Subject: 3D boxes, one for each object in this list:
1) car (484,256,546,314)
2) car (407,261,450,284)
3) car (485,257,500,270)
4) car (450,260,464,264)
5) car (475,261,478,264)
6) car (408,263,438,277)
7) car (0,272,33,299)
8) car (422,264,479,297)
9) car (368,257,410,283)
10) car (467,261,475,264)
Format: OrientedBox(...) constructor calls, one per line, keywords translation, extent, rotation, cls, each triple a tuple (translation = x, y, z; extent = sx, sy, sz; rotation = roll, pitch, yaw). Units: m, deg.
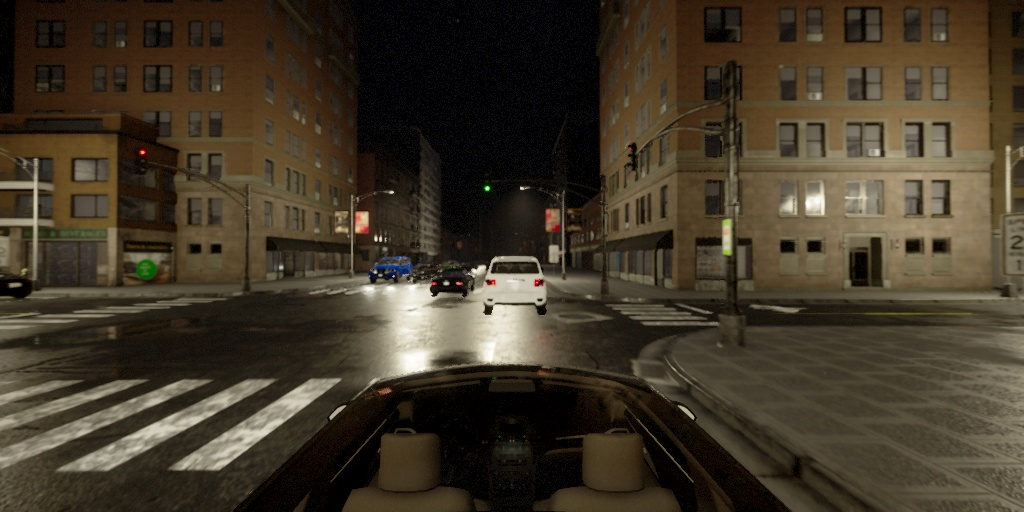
OrientedBox(translation=(0.104, 1.032, 14.209), extent=(2.150, 2.045, 5.566), rotation=(0, 0, 0), cls="car")
OrientedBox(translation=(-6.580, 1.380, 28.823), extent=(1.837, 1.490, 4.892), rotation=(0, 0, 0), cls="car")
OrientedBox(translation=(-3.217, 1.232, 59.833), extent=(2.150, 2.045, 5.566), rotation=(0, 0, 0), cls="car")
OrientedBox(translation=(-6.555, 1.267, 37.819), extent=(2.097, 1.767, 4.553), rotation=(0, 0, 0), cls="car")
OrientedBox(translation=(-6.479, 1.553, 58.689), extent=(2.033, 1.411, 5.357), rotation=(0, 0, 0), cls="car")
OrientedBox(translation=(-9.787, 1.471, 39.848), extent=(2.033, 1.411, 5.357), rotation=(0, 0, 0), cls="car")
OrientedBox(translation=(-25.370, 1.401, 16.846), extent=(4.313, 1.339, 1.948), rotation=(0, 0, 0), cls="car")
OrientedBox(translation=(-3.147, 1.382, 19.708), extent=(2.033, 1.411, 5.357), rotation=(0, 0, 0), cls="car")
OrientedBox(translation=(-9.828, 1.100, 29.601), extent=(2.150, 2.045, 5.566), rotation=(0, 0, 0), cls="car")
OrientedBox(translation=(-6.483, 1.561, 48.091), extent=(1.895, 1.301, 4.718), rotation=(0, 0, 0), cls="car")
